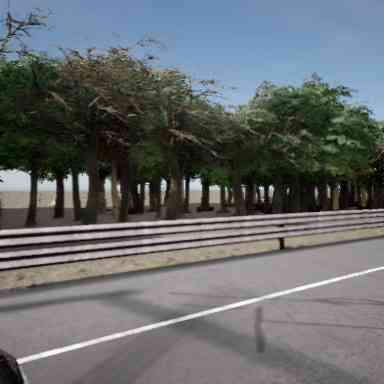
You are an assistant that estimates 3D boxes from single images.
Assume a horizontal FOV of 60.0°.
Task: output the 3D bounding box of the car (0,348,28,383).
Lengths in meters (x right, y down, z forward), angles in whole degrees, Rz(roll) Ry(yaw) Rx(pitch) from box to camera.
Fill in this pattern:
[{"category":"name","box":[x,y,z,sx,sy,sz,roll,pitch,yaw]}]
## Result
[{"category":"car","box":[-3.343,1.486,1.352,4.902,1.511,2.128,0,0,-35]}]
